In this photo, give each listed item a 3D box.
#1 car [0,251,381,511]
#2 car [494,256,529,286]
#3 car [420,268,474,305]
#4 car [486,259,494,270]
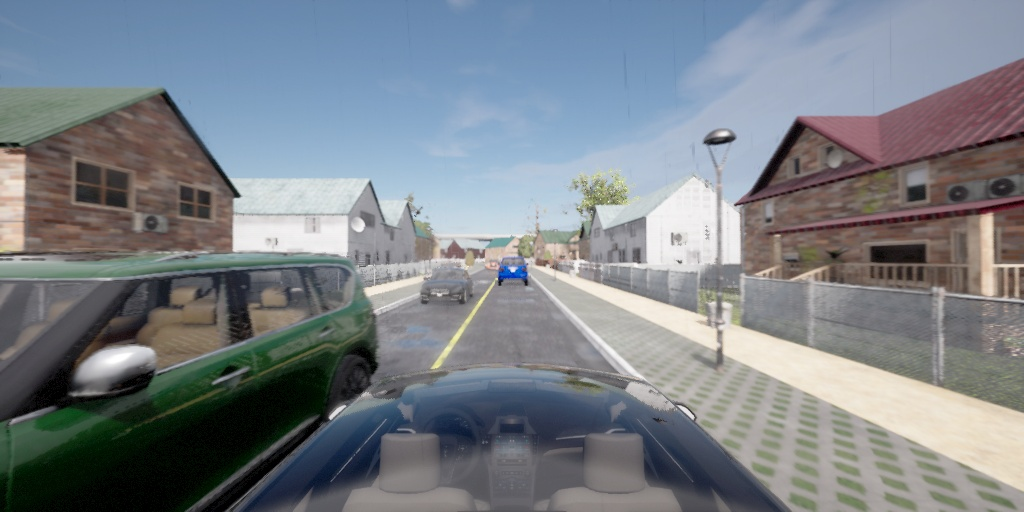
[{"bbox_3d":[-2.845,0.974,2.465,2.150,2.045,5.566,0,0,2],"label":"car"},{"bbox_3d":[0.082,1.050,26.674,2.150,2.045,5.566,0,0,0],"label":"car"},{"bbox_3d":[-2.838,1.304,16.508,1.837,1.490,4.892,0,0,0],"label":"car"},{"bbox_3d":[-2.827,1.254,56.112,2.097,1.767,4.553,0,0,1],"label":"car"}]
